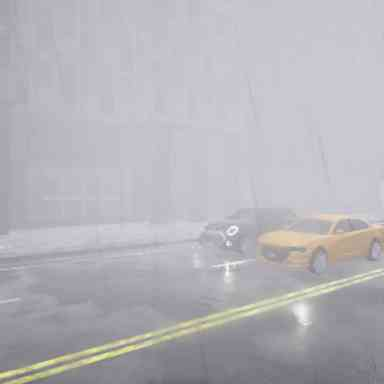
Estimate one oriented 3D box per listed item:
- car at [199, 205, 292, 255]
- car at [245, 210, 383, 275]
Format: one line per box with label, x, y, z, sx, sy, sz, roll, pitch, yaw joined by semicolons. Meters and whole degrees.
car;2.494;1.356;13.447;4.553;1.767;2.097;0;0;-35
car;4.251;1.481;10.708;5.008;1.535;1.882;0;0;-35
